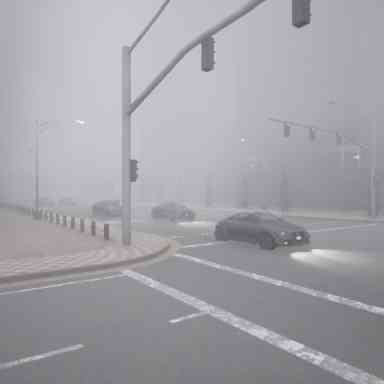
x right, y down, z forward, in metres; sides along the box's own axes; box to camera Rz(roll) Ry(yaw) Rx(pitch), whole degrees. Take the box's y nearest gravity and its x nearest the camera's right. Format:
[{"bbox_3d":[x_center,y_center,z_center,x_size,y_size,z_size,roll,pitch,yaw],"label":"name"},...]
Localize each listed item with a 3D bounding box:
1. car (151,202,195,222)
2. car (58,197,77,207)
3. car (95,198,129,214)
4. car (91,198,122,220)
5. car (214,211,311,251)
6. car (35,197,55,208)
[{"bbox_3d":[-1.547,1.510,26.091,1.994,1.385,4.181,0,0,-36],"label":"car"},{"bbox_3d":[-19.452,1.494,51.758,2.033,1.411,5.357,0,0,-35],"label":"car"},{"bbox_3d":[-8.807,1.424,36.378,1.882,1.535,5.008,0,0,-35],"label":"car"},{"bbox_3d":[-6.902,1.450,27.571,1.837,1.490,4.892,0,0,-35],"label":"car"},{"bbox_3d":[2.841,1.535,14.126,1.994,1.385,4.181,0,0,-36],"label":"car"},{"bbox_3d":[-21.630,1.493,48.744,2.033,1.411,5.357,0,0,-35],"label":"car"}]
